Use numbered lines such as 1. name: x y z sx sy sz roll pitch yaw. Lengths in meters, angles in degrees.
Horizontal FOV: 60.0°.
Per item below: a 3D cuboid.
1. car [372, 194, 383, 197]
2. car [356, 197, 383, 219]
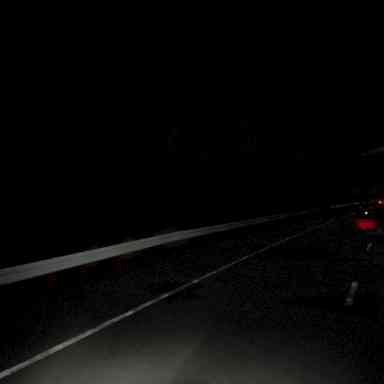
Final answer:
1. car: 21.934 1.221 38.267 2.150 2.045 5.566 0 0 35
2. car: 15.910 1.505 29.698 1.837 1.490 4.892 0 0 35
